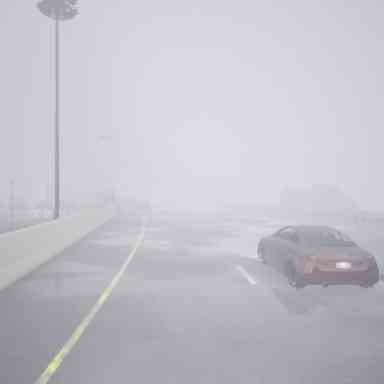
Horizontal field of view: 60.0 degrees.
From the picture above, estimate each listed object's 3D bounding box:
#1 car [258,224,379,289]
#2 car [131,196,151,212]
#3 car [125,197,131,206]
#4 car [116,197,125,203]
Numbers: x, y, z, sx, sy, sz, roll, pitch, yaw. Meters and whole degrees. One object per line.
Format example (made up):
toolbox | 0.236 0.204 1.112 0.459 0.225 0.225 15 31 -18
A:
car | 3.238 1.596 9.347 1.994 1.385 4.181 0 0 -3
car | -6.355 1.679 42.296 1.882 1.535 5.008 0 0 -14
car | -10.376 1.643 60.625 2.097 1.767 4.553 0 0 -20
car | -15.242 1.760 72.826 2.033 1.411 5.357 0 0 -25
